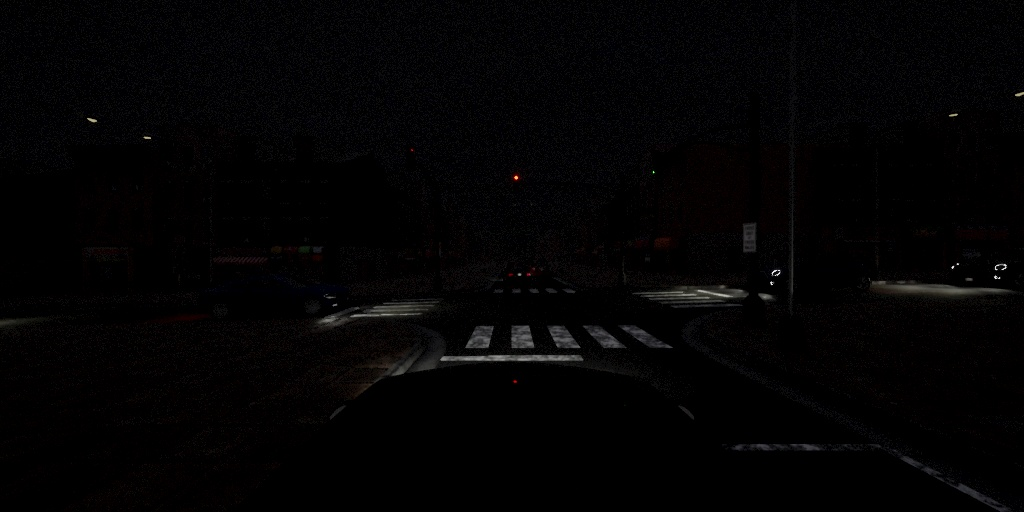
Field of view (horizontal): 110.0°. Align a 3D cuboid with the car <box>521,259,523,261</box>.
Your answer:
[{"bbox_3d":[2.634,1.126,43.970,2.192,1.841,5.009,0,0,0],"label":"car"}]

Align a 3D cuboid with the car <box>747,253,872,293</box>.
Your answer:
[{"bbox_3d":[13.359,0.685,16.355,4.553,1.767,2.097,-1,0,1],"label":"car"}]

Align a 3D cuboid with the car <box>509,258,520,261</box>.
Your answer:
[{"bbox_3d":[0.094,1.398,62.851,1.812,1.442,4.674,0,0,0],"label":"car"}]

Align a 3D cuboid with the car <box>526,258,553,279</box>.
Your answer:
[{"bbox_3d":[2.635,1.224,33.166,1.967,1.591,4.097,0,0,0],"label":"car"}]

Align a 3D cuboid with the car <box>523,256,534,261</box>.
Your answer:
[{"bbox_3d":[2.634,1.112,38.567,2.192,1.841,5.009,0,0,0],"label":"car"}]

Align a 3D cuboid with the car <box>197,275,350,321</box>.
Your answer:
[{"bbox_3d":[-8.796,1.449,13.510,5.008,1.535,1.882,-2,0,-4],"label":"car"}]

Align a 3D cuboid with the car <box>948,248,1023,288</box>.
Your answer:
[{"bbox_3d":[23.077,0.433,16.351,4.553,1.767,2.097,-1,0,0],"label":"car"}]

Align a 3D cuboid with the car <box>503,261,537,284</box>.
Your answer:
[{"bbox_3d":[0.343,1.319,26.940,2.033,1.411,5.357,0,0,-4],"label":"car"}]
